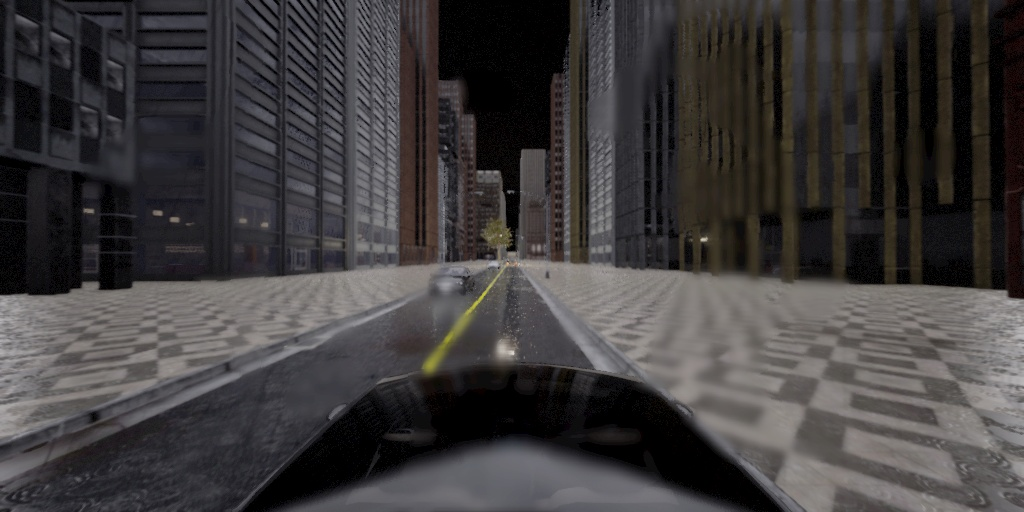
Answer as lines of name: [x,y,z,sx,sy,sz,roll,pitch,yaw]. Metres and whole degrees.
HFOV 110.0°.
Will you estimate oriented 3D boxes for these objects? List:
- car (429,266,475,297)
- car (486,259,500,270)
car: [-3.105,1.308,19.336,2.128,1.511,4.902,0,0,0]
car: [-3.058,1.538,60.781,1.812,1.442,4.674,0,0,1]
